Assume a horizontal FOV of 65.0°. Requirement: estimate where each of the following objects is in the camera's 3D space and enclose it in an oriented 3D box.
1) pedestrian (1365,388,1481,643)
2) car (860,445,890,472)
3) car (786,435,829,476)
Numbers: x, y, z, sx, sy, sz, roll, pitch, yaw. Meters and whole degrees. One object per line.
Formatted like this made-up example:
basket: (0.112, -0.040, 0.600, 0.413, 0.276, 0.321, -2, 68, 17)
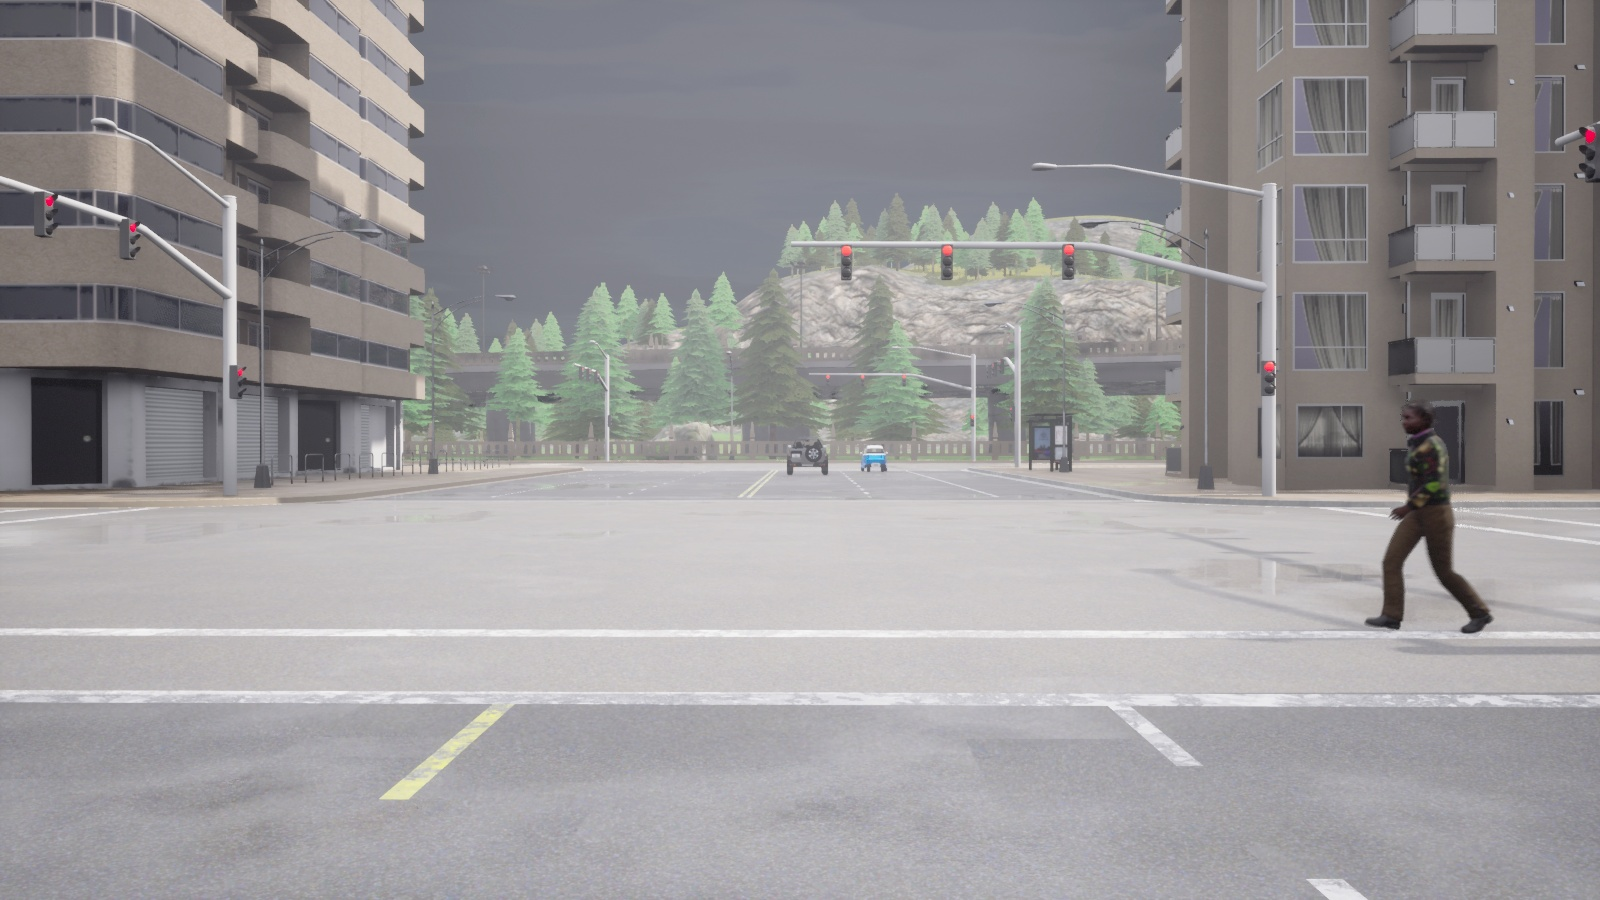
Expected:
pedestrian: (4.803, 0.491, 9.703, 0.692, 1.930, 0.395, 0, 0, 2)
car: (3.885, 0.436, 65.278, 1.481, 1.376, 2.207, 0, 1, 1)
car: (0.350, 0.229, 59.258, 1.932, 1.855, 4.605, 0, 0, 0)
